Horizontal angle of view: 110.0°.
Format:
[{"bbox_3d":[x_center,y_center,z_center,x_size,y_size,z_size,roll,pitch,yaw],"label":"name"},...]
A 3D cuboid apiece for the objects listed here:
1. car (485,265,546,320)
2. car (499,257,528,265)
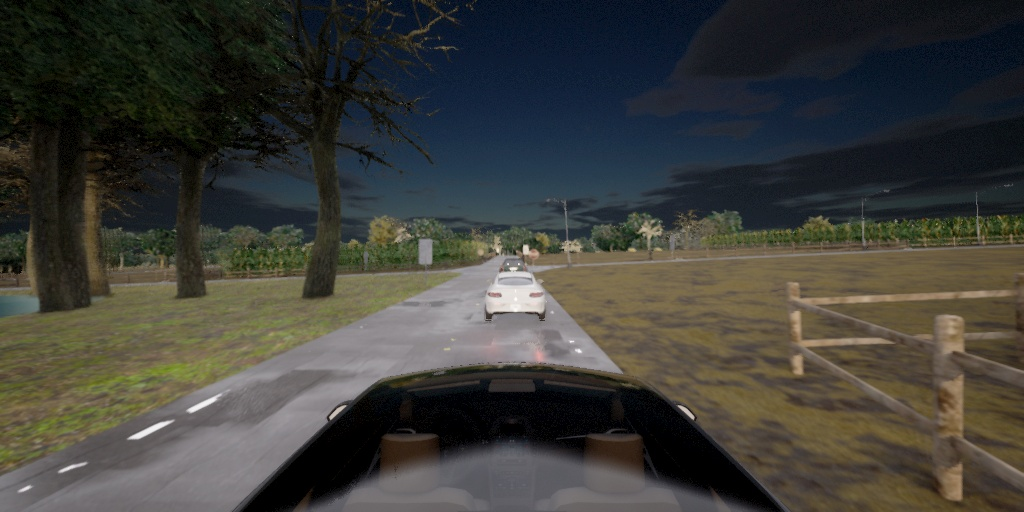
[{"bbox_3d":[0.103,1.219,12.181,1.812,1.442,4.674,0,0,0],"label":"car"},{"bbox_3d":[0.105,0.930,26.773,2.097,1.767,4.553,0,1,0],"label":"car"}]
